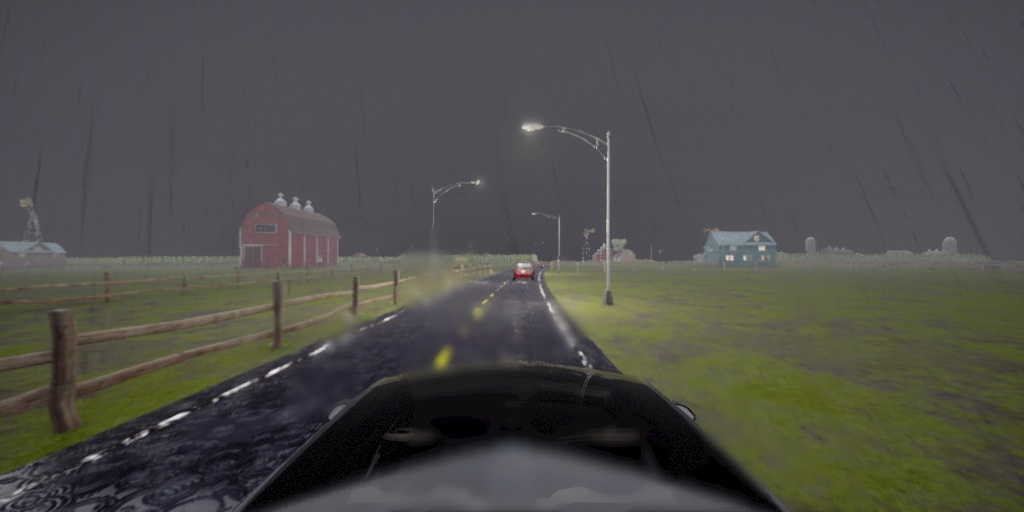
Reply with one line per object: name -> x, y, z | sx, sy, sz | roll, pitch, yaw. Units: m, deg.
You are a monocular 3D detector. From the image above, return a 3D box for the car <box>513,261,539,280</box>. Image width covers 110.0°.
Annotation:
car -> 1.188, 1.441, 33.800 | 2.163, 1.488, 4.792 | 0, 0, 4
